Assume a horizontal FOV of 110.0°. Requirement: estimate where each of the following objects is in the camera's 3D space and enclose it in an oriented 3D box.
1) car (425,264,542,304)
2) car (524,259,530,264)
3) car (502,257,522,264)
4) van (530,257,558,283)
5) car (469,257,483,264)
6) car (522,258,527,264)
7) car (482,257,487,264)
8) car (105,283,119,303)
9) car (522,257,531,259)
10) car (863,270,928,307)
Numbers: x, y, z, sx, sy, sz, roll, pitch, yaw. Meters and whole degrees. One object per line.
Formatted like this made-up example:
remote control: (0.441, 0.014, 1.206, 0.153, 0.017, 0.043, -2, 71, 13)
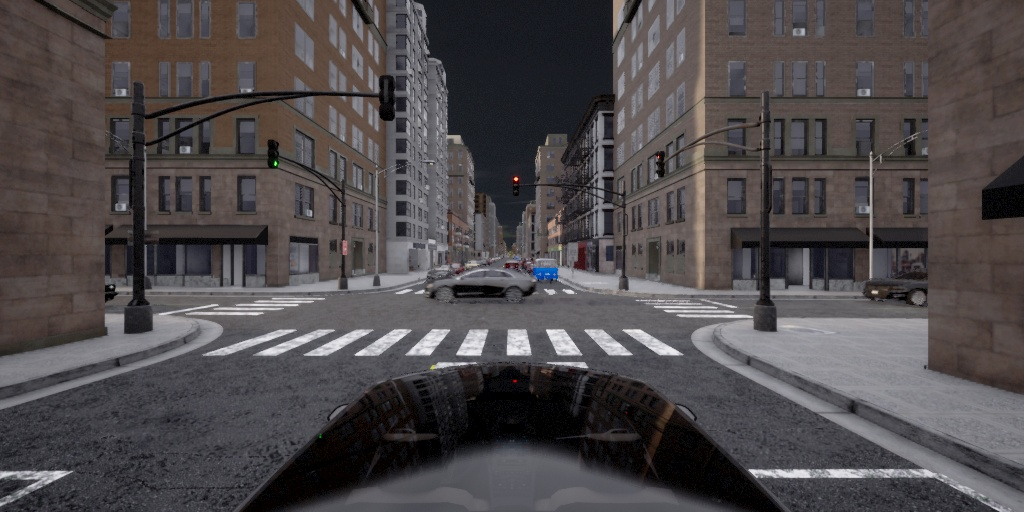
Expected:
car: (-1.313, 1.241, 15.743, 4.902, 1.511, 2.128, 0, 0, 0)
car: (2.554, 1.330, 39.295, 1.802, 1.307, 4.207, 0, 0, 0)
car: (-0.009, 1.223, 48.038, 1.882, 1.535, 5.008, 0, 0, 0)
van: (2.579, 1.089, 27.932, 1.690, 1.789, 3.998, 0, 0, 0)
car: (-5.496, 1.269, 50.464, 1.751, 1.417, 4.829, 0, 0, 0)
car: (2.528, 1.326, 50.658, 1.802, 1.307, 4.207, 0, 0, 0)
car: (-5.509, 1.306, 56.316, 1.948, 1.339, 4.313, 0, 0, 0)
car: (-17.228, 1.254, 12.730, 4.718, 1.301, 1.895, 0, 0, -2)
car: (2.516, 1.055, 56.340, 2.192, 1.841, 5.009, 0, 0, 0)
car: (18.507, 1.348, 15.816, 5.008, 1.535, 1.882, 1, 0, 0)
